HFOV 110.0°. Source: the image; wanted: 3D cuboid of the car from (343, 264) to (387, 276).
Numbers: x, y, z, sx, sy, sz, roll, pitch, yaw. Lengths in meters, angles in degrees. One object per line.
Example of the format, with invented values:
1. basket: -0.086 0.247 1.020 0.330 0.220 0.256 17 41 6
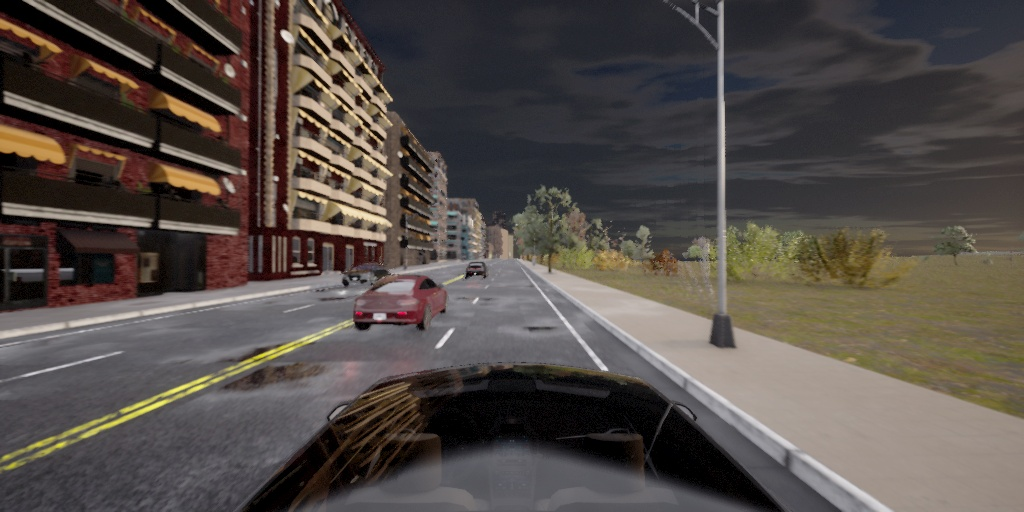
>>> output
1. car: -9.748 1.227 24.212 1.994 1.385 4.181 0 0 0

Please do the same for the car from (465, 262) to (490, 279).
1. car: -3.147 1.263 33.028 1.837 1.490 4.892 0 0 0

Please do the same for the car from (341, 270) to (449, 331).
1. car: -3.149 1.278 10.836 1.812 1.442 4.674 0 0 0
